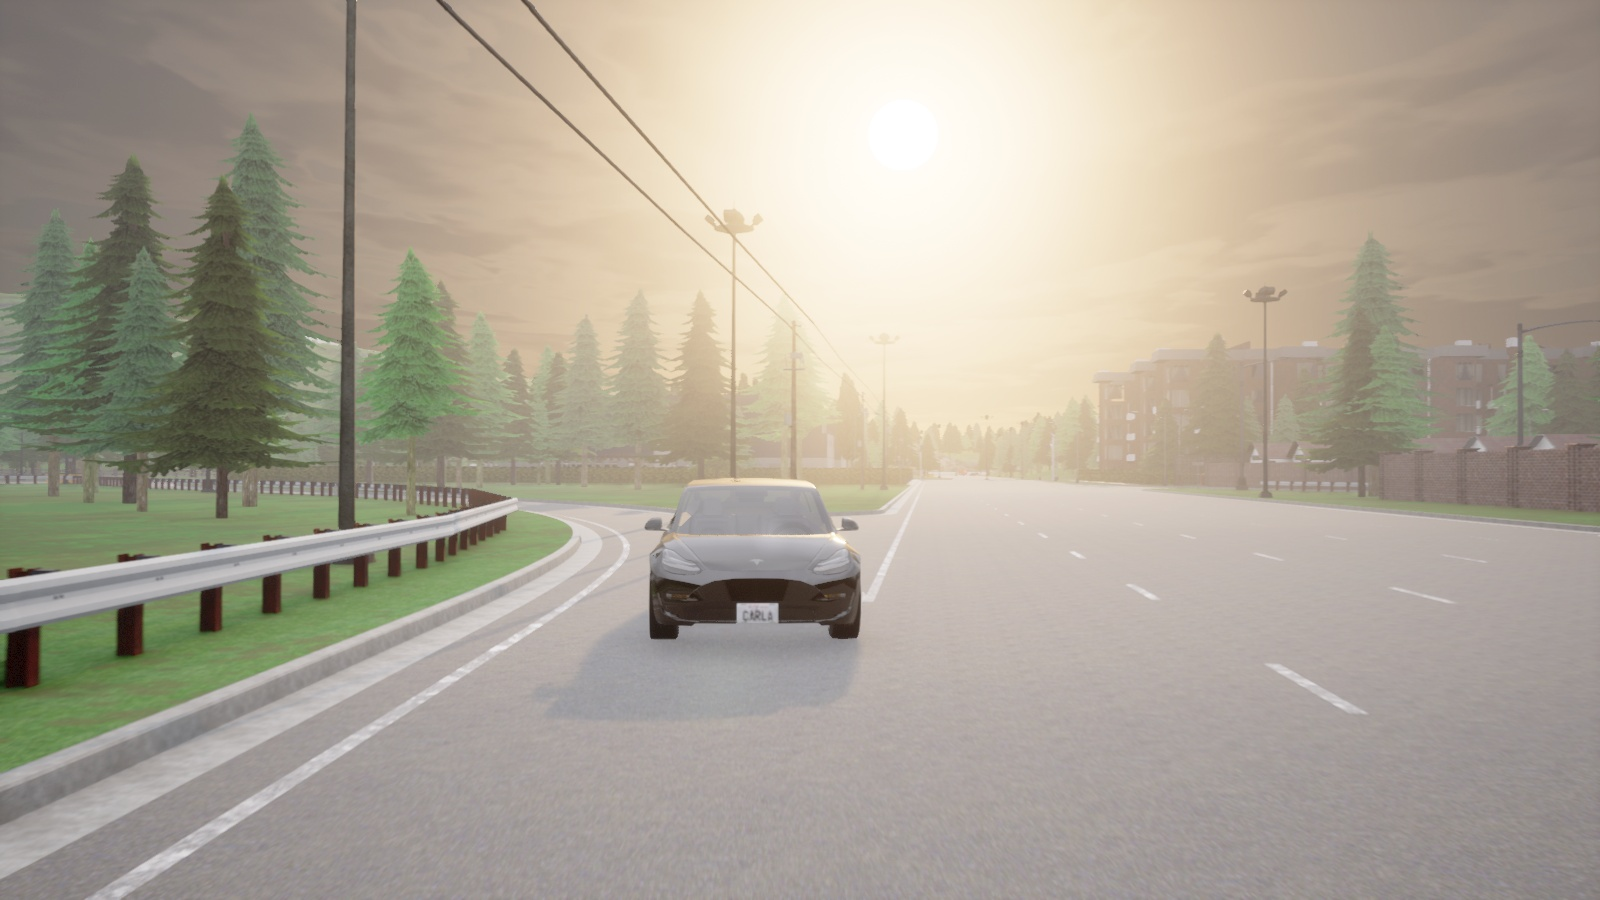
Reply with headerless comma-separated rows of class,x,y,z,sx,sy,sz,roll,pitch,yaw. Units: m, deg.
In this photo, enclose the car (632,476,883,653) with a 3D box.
car,-0.521,1.039,13.276,2.163,1.488,4.792,0,-1,-4
